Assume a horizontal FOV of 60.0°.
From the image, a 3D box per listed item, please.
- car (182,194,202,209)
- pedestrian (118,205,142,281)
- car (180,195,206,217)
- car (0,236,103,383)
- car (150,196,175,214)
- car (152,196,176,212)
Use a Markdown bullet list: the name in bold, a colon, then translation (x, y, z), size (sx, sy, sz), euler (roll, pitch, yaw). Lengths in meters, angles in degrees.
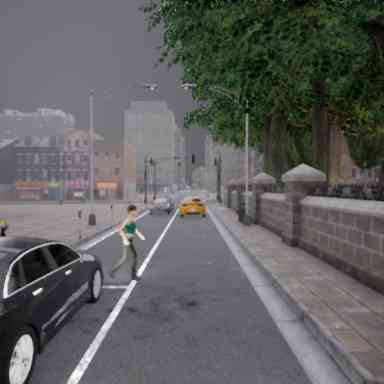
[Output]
- **car**: translation (0.012, 1.007, 36.791), size (2.033, 1.411, 5.357), euler (0, 1, 0)
- **pedestrian**: translation (-1.476, 1.175, 7.949), size (0.375, 1.860, 0.375), euler (0, 1, 0)
- **car**: translation (0.072, 1.090, 26.301), size (1.882, 1.535, 5.008), euler (0, 1, 0)
- **car**: translation (-2.749, 1.430, 5.007), size (1.837, 1.490, 4.892), euler (0, 1, 0)
- **car**: translation (-2.631, 1.159, 28.706), size (1.802, 1.307, 4.206), euler (0, 1, 0)
- **car**: translation (-2.630, 1.090, 32.367), size (1.947, 1.339, 4.313), euler (0, 1, 0)
